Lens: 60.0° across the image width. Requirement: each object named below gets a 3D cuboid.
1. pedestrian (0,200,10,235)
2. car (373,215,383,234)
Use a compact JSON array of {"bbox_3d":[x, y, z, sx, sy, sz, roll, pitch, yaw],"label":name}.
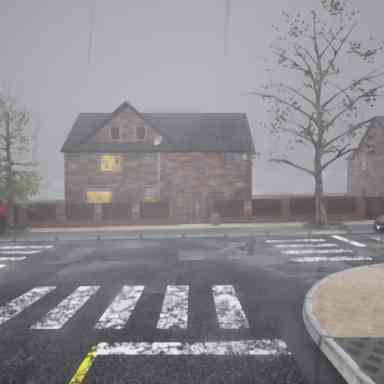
[{"bbox_3d":[-9.642,1.251,16.889,0.375,1.860,0.375,0,2,0],"label":"pedestrian"},{"bbox_3d":[10.263,1.189,14.006,4.892,1.490,1.837,-1,1,0],"label":"car"}]
